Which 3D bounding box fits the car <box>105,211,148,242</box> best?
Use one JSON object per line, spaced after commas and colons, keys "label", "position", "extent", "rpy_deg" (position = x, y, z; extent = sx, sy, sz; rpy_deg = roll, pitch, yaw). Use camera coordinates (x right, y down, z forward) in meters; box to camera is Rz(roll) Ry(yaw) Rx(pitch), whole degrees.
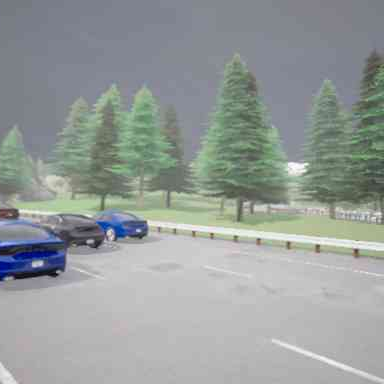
{"label": "car", "position": [-4.517, 1.794, 18.458], "extent": [5.008, 1.535, 1.882], "rpy_deg": [0, -2, 43]}

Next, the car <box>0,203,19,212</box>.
{"label": "car", "position": [-16.956, 1.715, 29.018], "extent": [5.008, 1.535, 1.882], "rpy_deg": [0, -2, 38]}

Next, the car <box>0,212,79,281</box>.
{"label": "car", "position": [-5.499, 1.571, 9.763], "extent": [5.008, 1.535, 1.882], "rpy_deg": [0, -2, 44]}

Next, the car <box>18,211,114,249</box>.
{"label": "car", "position": [-5.803, 1.708, 14.894], "extent": [4.892, 1.490, 1.837], "rpy_deg": [1, -2, 43]}
